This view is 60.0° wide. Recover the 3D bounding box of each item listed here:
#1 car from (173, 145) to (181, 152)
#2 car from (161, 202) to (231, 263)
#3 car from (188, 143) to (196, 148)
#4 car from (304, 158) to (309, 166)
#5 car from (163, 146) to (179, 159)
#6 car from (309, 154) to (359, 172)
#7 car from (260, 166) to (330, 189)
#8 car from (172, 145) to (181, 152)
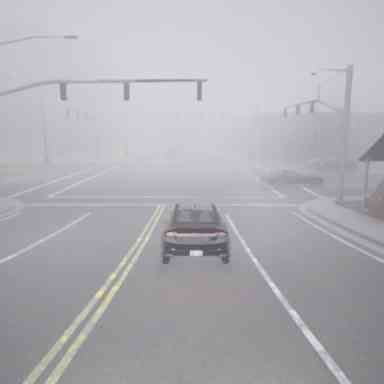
[{"bbox_3d":[-3.496,-7.950,64.479,1.994,1.385,4.181,0,10,0],"label":"car"},{"bbox_3d":[0.100,1.069,10.447,2.128,1.511,4.902,0,5,0],"label":"car"},{"bbox_3d":[0.006,-13.243,94.043,1.994,1.385,4.181,0,10,0],"label":"car"},{"bbox_3d":[15.971,-3.800,40.043,4.553,1.767,2.097,0,10,0],"label":"car"},{"bbox_3d":[-3.566,-6.241,54.577,1.837,1.490,4.892,0,10,0],"label":"car"},{"bbox_3d":[15.805,-3.184,36.599,4.553,1.767,2.097,0,10,0],"label":"car"},{"bbox_3d":[7.918,-1.073,26.192,4.718,1.301,1.895,-1,10,-6],"label":"car"},{"bbox_3d":[-3.495,-9.785,74.387,1.837,1.490,4.892,0,10,0],"label":"car"}]
